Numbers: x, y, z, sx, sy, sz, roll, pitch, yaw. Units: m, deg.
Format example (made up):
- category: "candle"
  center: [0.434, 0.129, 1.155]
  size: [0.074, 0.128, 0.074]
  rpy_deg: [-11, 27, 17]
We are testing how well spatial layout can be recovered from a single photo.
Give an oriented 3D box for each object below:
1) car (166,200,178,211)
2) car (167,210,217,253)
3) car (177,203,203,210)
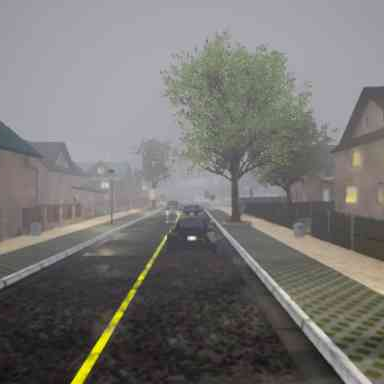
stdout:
- category: "car"
  center: [-2.756, 1.972, 49.031]
  size: [1.812, 1.442, 4.674]
  rpy_deg: [0, -1, 0]
- category: "car"
  center: [0.005, 1.698, 14.289]
  size: [1.994, 1.385, 4.181]
  rpy_deg: [0, 0, 0]
- category: "car"
  center: [0.000, 1.817, 28.986]
  size: [2.033, 1.411, 5.357]
  rpy_deg: [0, 0, 0]
